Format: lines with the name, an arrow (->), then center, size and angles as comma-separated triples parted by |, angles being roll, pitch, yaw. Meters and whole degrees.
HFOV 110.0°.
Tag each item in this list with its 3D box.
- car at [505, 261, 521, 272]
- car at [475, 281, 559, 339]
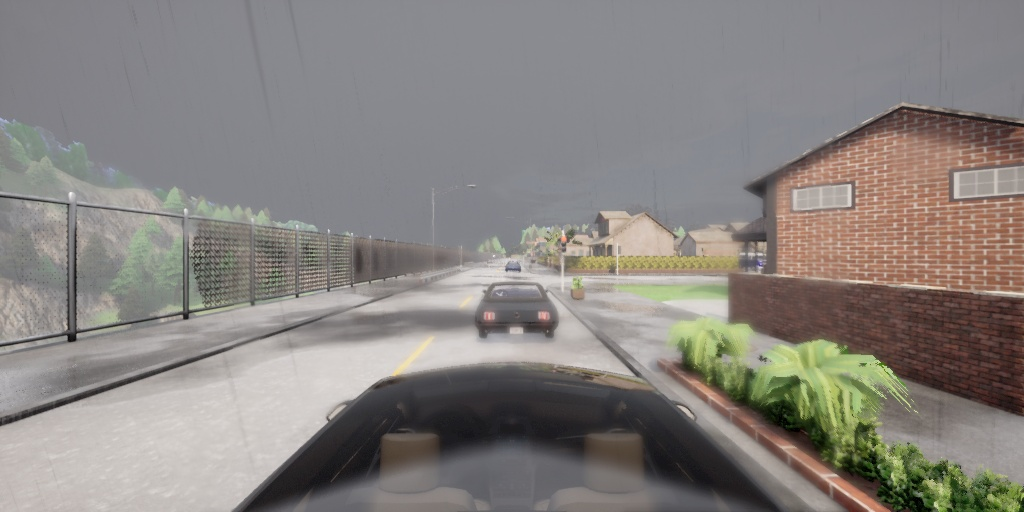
car -> 0.147, 1.313, 46.392 | 1.994, 1.385, 4.181 | 0, 0, 0
car -> 0.107, 1.351, 10.106 | 1.895, 1.301, 4.718 | 0, 0, 0
